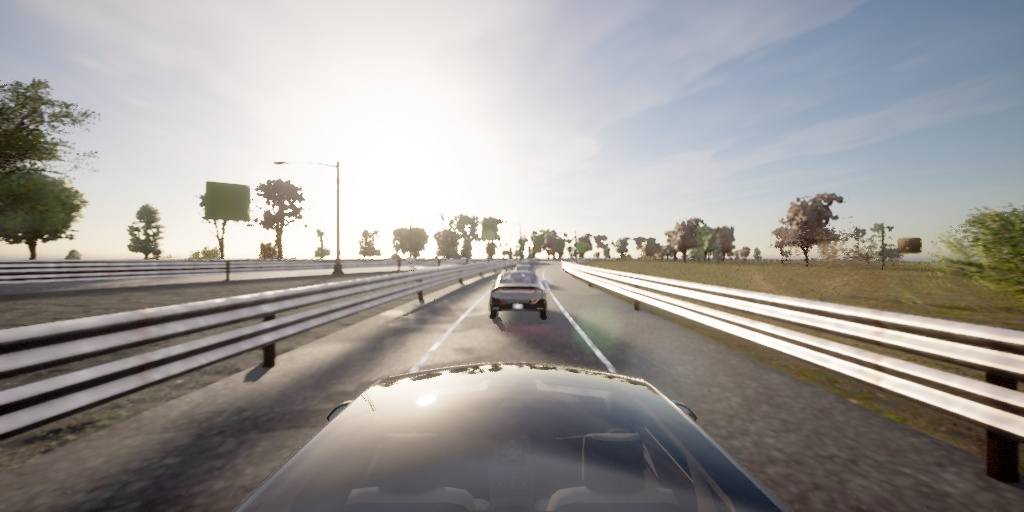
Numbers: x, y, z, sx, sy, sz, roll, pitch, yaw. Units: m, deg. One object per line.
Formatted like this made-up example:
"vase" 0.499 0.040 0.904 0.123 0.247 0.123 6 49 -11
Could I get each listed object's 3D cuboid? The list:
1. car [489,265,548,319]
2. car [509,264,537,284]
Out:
"car" 0.253 1.268 12.946 2.128 1.511 4.902 0 0 2
"car" 0.941 1.375 28.392 1.994 1.385 4.181 0 0 4
